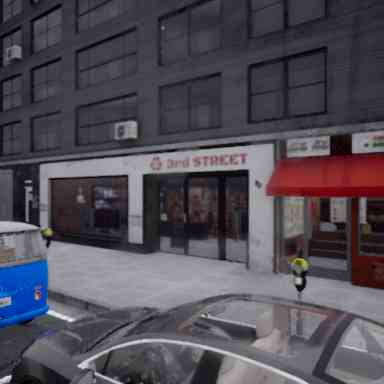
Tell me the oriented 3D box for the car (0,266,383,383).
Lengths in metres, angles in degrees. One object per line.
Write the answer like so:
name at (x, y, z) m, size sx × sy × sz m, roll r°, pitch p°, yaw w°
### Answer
car at (0.271, 1.551, 2.616) m, size 4.403 × 1.369 × 2.008 m, roll 0°, pitch 0°, yaw 36°

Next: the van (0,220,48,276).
van at (-4.215, 1.345, 5.816) m, size 3.998 × 1.788 × 1.690 m, roll 0°, pitch 0°, yaw 36°
